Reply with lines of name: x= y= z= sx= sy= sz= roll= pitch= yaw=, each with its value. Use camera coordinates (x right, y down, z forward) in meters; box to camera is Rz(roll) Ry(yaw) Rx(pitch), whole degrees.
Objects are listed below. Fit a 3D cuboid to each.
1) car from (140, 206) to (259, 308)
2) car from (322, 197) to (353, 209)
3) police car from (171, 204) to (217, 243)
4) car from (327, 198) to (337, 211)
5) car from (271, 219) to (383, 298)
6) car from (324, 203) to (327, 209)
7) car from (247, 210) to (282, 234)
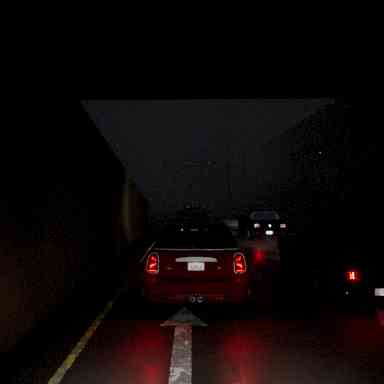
car: x=0.083 y=1.352 z=8.085 sx=2.097 sy=1.767 sz=4.553 roll=0 pitch=0 yaw=0
car: x=17.574 y=1.295 z=40.008 sx=1.853 sy=1.218 sz=4.536 roll=0 pitch=0 yaw=45
police car: x=0.096 y=1.504 z=17.210 sx=2.038 sy=1.542 sz=4.974 roll=0 pitch=0 yaw=0
car: x=17.433 y=1.453 z=35.364 sx=2.038 sy=1.542 sz=4.974 roll=0 pitch=0 yaw=-35
car: x=3.607 y=1.601 z=8.499 sx=1.895 sy=1.301 sz=4.718 roll=0 pitch=0 yaw=0
car: x=17.537 y=1.453 z=39.971 sx=2.038 sy=1.542 sz=4.974 roll=0 pitch=0 yaw=45
car: x=3.600 y=1.601 z=17.656 sx=1.895 sy=1.301 sz=4.718 roll=0 pitch=0 yaw=0
